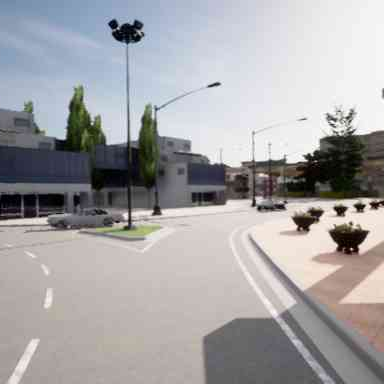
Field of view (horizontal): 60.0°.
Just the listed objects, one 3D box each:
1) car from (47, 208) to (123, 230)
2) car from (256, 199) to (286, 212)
[{"bbox_3d":[-7.250,1.749,22.515,4.718,1.301,1.895,-1,0,-28],"label":"car"},{"bbox_3d":[8.929,1.492,37.482,1.994,1.385,4.181,-1,0,41],"label":"car"}]
